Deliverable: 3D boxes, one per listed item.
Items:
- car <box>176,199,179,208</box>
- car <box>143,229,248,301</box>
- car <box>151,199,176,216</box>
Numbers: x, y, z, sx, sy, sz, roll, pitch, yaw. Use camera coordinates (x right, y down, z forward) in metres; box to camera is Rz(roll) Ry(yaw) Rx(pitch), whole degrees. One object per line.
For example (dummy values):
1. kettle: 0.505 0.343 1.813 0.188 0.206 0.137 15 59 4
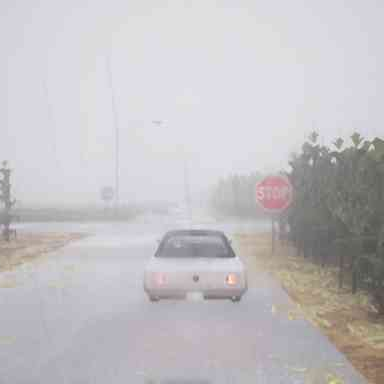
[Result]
1. car: -3.197 1.867 54.580 1.882 1.535 5.008 0 -1 0
2. car: 0.070 1.549 8.095 1.895 1.301 4.718 0 0 0
3. car: -3.221 1.779 36.188 2.033 1.411 5.357 0 -1 0
